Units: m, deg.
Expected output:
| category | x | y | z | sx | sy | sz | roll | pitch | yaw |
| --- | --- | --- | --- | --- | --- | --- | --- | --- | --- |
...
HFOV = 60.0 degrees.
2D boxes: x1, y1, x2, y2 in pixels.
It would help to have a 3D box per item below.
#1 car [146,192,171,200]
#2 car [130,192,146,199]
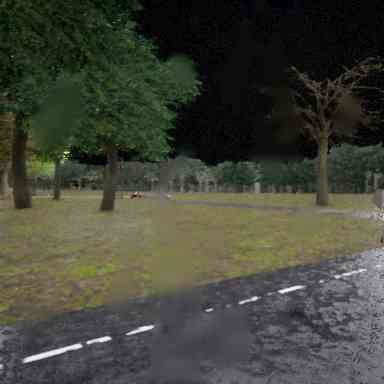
| category | x | y | z | sx | sy | sz | roll | pitch | yaw |
| --- | --- | --- | --- | --- | --- | --- | --- | --- | --- |
| car | -5.711 | 0.695 | 59.118 | 1.895 | 1.301 | 4.718 | 2 | -1 | -34 |
| car | -10.463 | 0.664 | 65.661 | 1.895 | 1.301 | 4.718 | 2 | -1 | -36 |
